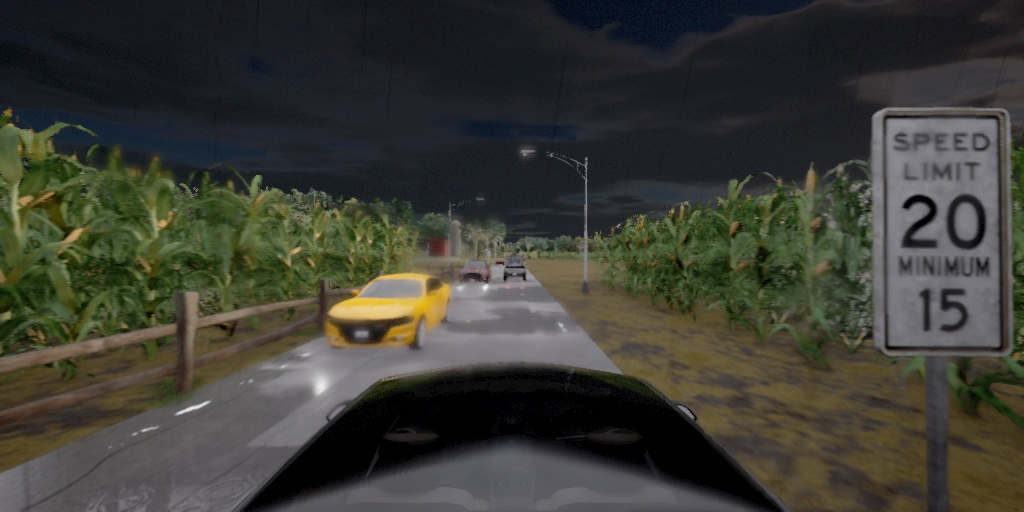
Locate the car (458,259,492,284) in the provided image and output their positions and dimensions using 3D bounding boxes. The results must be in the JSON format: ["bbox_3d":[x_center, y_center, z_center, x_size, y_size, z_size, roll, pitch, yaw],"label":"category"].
[{"bbox_3d":[-2.636,1.061,26.593,2.097,1.767,4.553,0,0,1],"label":"car"}]

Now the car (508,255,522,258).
[{"bbox_3d":[0.374,0.927,44.818,2.150,2.045,5.566,0,0,1],"label":"car"}]

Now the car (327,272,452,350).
[{"bbox_3d":[-2.805,1.203,9.245,1.882,1.535,5.008,0,0,1],"label":"car"}]

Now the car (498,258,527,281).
[{"bbox_3d":[0.258,1.216,30.167,2.128,1.511,4.902,0,0,1],"label":"car"}]
